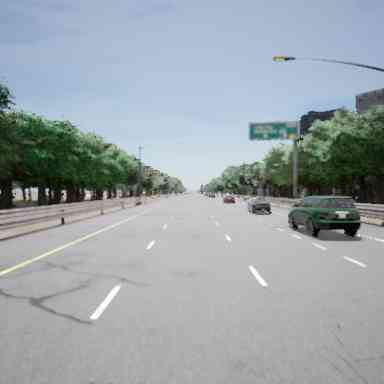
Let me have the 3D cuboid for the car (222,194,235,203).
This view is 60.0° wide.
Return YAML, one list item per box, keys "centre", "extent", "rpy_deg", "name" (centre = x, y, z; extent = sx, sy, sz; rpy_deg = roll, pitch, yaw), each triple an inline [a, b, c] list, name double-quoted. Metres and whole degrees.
- centre: [7.161, 1.304, 65.596]
  extent: [2.097, 1.767, 4.553]
  rpy_deg: [0, 0, 0]
  name: "car"

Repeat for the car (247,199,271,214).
- centre: [7.063, 1.487, 35.275]
  extent: [1.837, 1.490, 4.892]
  rpy_deg: [0, 0, 0]
  name: "car"

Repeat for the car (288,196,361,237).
- centre: [7.017, 1.218, 18.184]
  extent: [2.150, 2.045, 5.566]
  rpy_deg: [0, 0, 0]
  name: "car"
